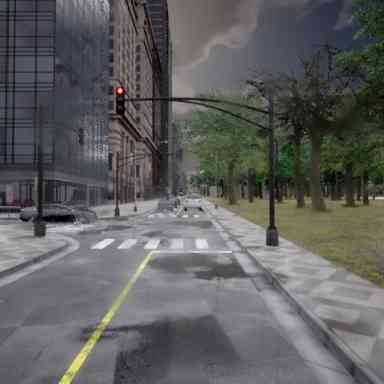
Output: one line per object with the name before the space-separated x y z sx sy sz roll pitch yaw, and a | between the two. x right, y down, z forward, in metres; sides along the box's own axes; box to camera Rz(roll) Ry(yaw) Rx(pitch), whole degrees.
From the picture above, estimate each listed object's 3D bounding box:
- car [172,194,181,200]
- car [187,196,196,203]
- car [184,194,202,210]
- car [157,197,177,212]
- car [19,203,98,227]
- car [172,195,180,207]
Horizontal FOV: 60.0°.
car | -3.093 1.659 59.917 1.837 1.490 4.892 0 0 0
car | -0.025 1.765 79.388 2.128 1.511 4.902 0 0 0
car | 0.126 1.315 44.063 2.150 2.045 5.566 0 0 -1
car | -3.140 1.622 39.373 2.033 1.411 5.357 0 0 -4
car | -8.912 1.509 22.429 4.902 1.511 2.128 0 -1 -12
car | -3.113 1.618 49.506 1.837 1.490 4.892 0 0 0
